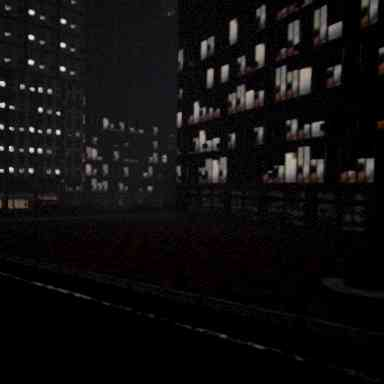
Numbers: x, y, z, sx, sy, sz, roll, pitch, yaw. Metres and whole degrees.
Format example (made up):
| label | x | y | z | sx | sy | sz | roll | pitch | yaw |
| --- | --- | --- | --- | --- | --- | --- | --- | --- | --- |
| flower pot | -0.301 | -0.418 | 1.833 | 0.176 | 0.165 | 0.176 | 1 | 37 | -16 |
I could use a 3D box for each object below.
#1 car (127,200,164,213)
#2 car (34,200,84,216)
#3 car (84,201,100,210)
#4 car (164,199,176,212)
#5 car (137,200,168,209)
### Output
| label | x | y | z | sx | sy | sz | roll | pitch | yaw |
| --- | --- | --- | --- | --- | --- | --- | --- | --- | --- |
| car | -6.613 | 2.168 | 45.666 | 4.507 | 1.381 | 1.887 | 0 | 1 | -34 |
| car | -15.971 | 1.872 | 39.269 | 5.009 | 1.841 | 2.192 | 0 | 1 | -34 |
| car | -15.738 | 1.983 | 48.976 | 4.403 | 1.369 | 2.008 | 0 | 1 | -34 |
| car | -1.928 | 1.972 | 48.861 | 5.009 | 1.841 | 2.192 | 0 | 1 | -34 |
| car | -6.515 | 2.023 | 55.275 | 4.829 | 1.417 | 1.752 | 0 | 1 | -34 |
